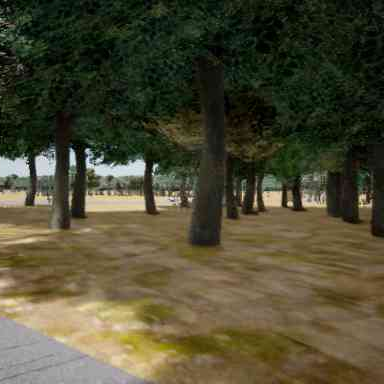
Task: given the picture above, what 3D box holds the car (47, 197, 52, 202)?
[{"bbox_3d":[-30.175,1.511,74.995,1.882,1.535,5.008,1,-1,37],"label":"car"}]
